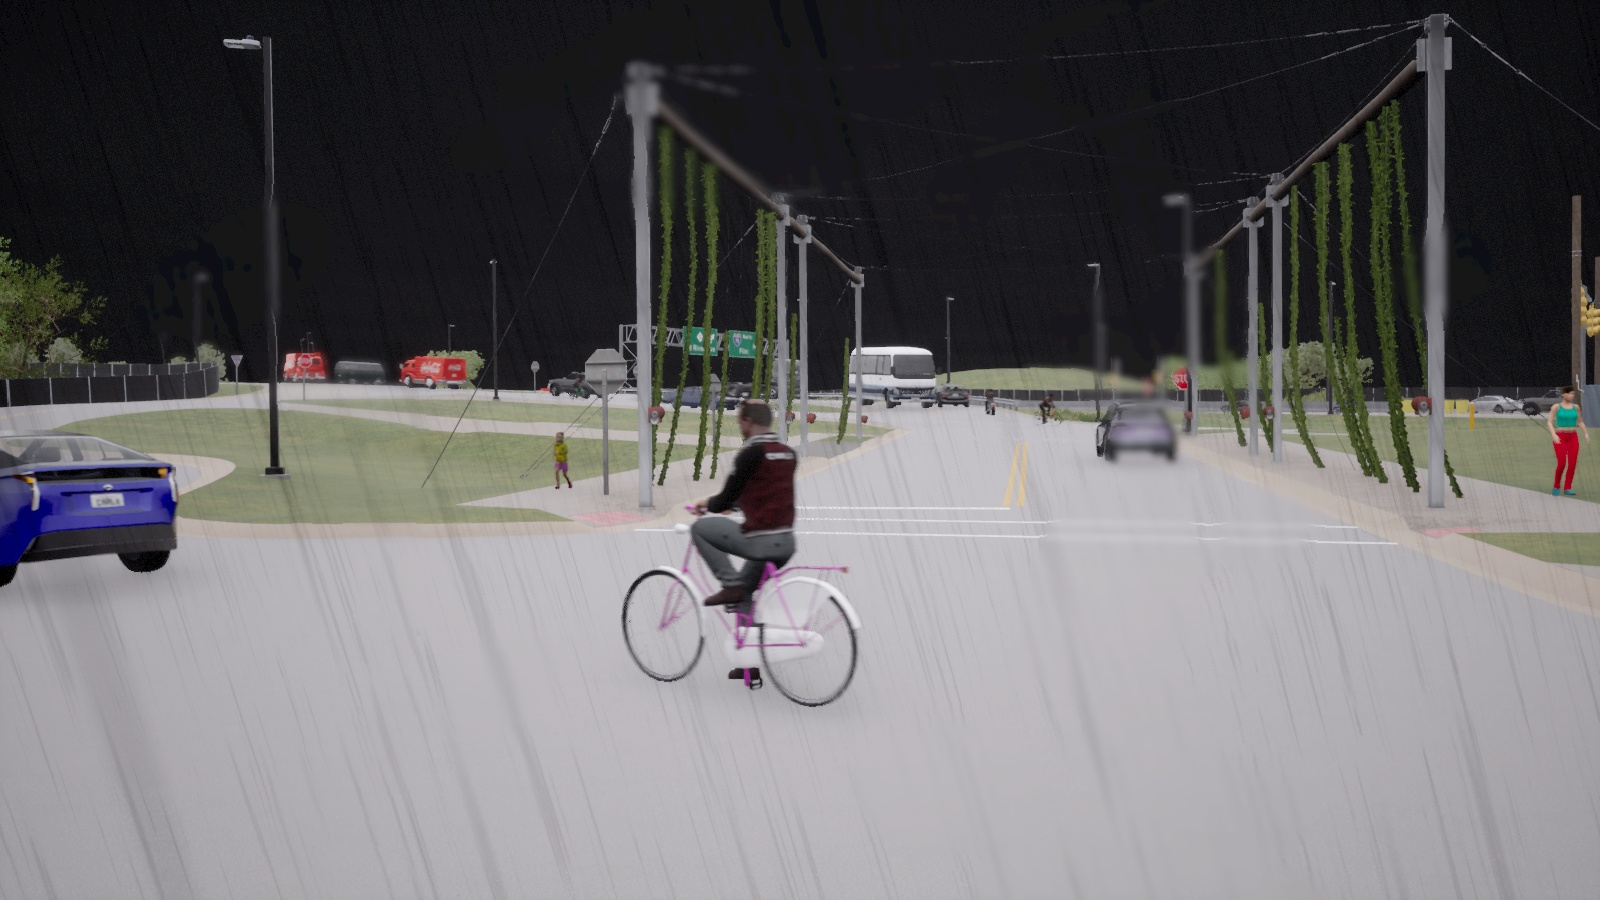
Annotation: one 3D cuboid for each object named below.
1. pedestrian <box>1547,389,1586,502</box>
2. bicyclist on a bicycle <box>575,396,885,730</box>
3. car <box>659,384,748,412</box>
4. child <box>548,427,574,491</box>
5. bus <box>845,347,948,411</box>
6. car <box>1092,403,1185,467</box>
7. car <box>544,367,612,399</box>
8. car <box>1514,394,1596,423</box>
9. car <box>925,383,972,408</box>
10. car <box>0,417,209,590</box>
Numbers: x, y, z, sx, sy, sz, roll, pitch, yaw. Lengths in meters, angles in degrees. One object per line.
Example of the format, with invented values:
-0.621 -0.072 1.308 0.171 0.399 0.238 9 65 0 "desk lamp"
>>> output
12.614 -0.082 20.667 0.345 1.836 0.594 0 1 11 "pedestrian"
-0.458 0.579 7.477 1.843 1.776 0.659 2 2 38 "bicyclist on a bicycle"
-5.907 -3.197 76.435 5.357 1.411 2.033 5 4 36 "car"
-4.385 0.157 23.074 0.299 1.160 0.473 0 1 11 "child"
6.660 -5.122 89.033 3.944 4.253 10.273 0 4 -15 "bus"
9.663 -0.487 36.246 2.033 1.649 4.856 0 3 8 "car"
-15.516 -4.680 87.832 4.605 1.855 1.932 7 5 36 "car"
51.166 -2.818 85.127 4.605 1.855 1.932 2 2 36 "car"
10.531 -3.891 89.381 2.242 1.667 4.611 0 4 -8 "car"
-8.643 0.438 13.603 4.514 1.525 2.007 2 2 34 "car"
